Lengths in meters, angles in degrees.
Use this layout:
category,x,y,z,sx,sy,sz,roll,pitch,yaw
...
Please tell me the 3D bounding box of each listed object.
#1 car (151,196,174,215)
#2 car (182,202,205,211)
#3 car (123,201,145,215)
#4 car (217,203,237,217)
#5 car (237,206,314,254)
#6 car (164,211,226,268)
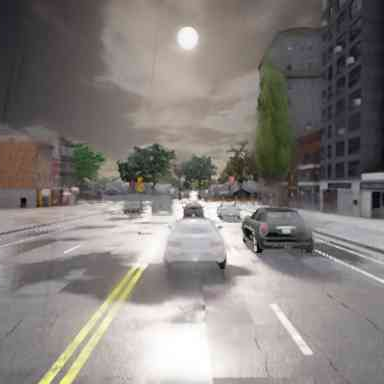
category,x,y,z,sx,sy,sz,roll,pitch,yaw
car,-3.293,1.492,38.034,2.150,2.045,5.566,0,-1,0
car,0.135,1.707,30.541,1.837,1.490,4.892,0,-1,0
car,-6.542,1.773,37.890,1.837,1.490,4.892,0,-1,0
car,3.388,1.735,31.340,1.812,1.442,4.674,0,-1,0
car,3.360,1.424,13.923,2.097,1.767,4.553,0,0,0
car,0.102,1.580,11.301,1.812,1.442,4.674,0,0,0
